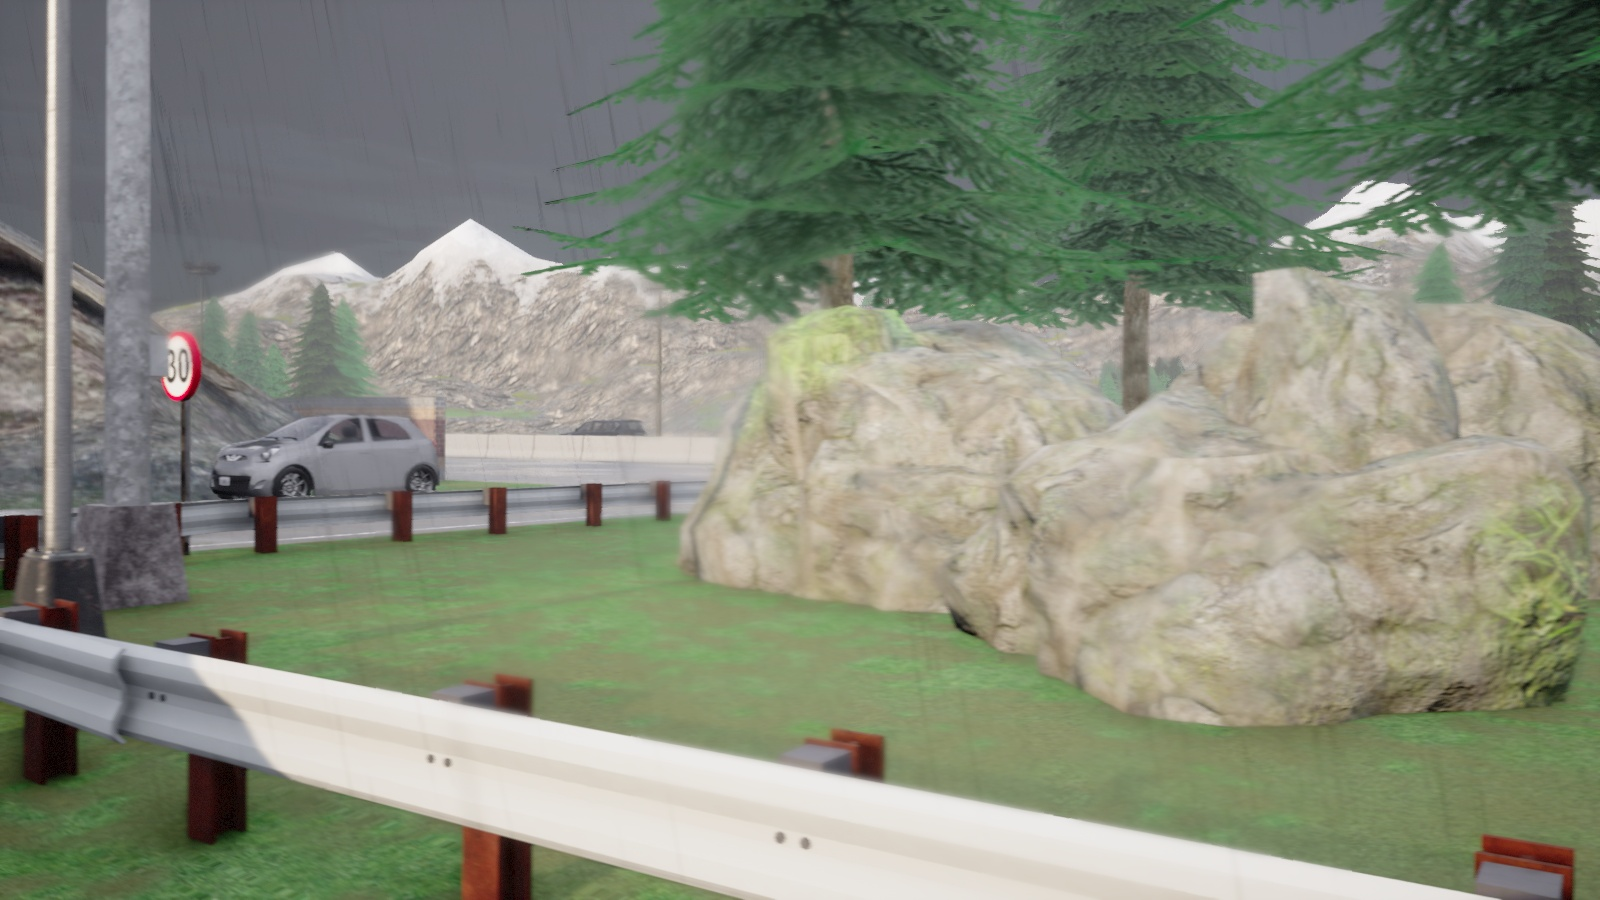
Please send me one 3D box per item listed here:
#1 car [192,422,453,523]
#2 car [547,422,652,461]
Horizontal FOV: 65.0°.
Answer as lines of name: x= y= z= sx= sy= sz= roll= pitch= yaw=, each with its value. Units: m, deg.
car: x=-7.797 y=0.308 z=20.803 sx=1.845 sy=1.501 sz=3.633 roll=0 pitch=1 yaw=33
car: x=-10.855 y=-0.458 z=67.897 sx=5.566 sy=2.045 sz=2.150 roll=0 pitch=1 yaw=33
